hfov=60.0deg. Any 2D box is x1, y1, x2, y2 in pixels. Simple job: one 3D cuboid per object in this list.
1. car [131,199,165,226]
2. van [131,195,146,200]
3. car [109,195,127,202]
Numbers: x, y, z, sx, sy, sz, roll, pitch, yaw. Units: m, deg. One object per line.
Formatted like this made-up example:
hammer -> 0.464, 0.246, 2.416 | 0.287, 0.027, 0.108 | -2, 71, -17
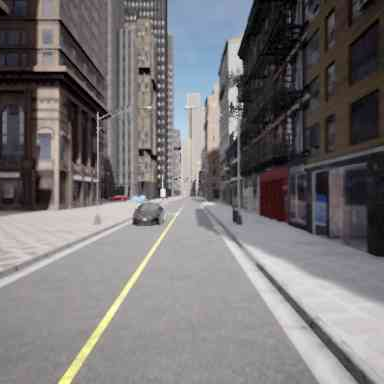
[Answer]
car -> -3.022, 1.498, 23.828 | 1.882, 1.535, 5.008 | 0, 0, 0
van -> -14.815, 1.842, 92.514 | 3.998, 1.788, 1.690 | 0, 0, -1
car -> -20.455, 1.818, 92.422 | 5.009, 1.841, 2.192 | 0, 0, -1
